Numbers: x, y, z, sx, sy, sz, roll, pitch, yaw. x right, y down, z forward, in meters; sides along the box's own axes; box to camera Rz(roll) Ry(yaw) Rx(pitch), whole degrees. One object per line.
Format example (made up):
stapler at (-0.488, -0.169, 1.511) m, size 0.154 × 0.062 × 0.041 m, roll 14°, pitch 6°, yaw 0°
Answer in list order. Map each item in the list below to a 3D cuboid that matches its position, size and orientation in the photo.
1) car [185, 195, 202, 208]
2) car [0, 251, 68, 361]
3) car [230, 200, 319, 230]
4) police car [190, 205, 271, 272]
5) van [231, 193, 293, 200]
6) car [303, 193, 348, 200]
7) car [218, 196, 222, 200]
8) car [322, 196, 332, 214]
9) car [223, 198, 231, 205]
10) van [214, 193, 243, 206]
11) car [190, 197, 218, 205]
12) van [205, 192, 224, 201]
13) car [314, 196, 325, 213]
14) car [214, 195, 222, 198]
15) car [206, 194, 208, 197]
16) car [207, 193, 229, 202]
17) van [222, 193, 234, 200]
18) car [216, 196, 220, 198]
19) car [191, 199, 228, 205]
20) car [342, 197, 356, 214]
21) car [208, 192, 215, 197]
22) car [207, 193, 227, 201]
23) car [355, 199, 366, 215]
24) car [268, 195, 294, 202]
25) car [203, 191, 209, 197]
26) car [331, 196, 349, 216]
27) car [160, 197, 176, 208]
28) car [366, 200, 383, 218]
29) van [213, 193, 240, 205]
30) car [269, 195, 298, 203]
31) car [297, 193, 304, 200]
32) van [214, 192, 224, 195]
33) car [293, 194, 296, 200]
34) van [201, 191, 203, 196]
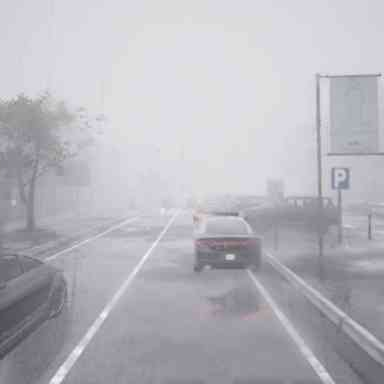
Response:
car at (0.013, 1.544, 46.786) m, size 2.033 × 1.411 × 5.357 m, roll 0°, pitch 0°, yaw 0°
car at (-3.349, 1.578, 4.647) m, size 1.994 × 1.385 × 4.181 m, roll 0°, pitch 0°, yaw 0°
car at (5.549, 1.521, 22.457) m, size 5.366 × 1.575 × 1.946 m, roll 0°, pitch 0°, yaw 0°
police car at (0.976, 1.450, 11.055) m, size 1.930 × 1.638 × 5.238 m, roll 0°, pitch 0°, yaw 0°
van at (5.844, 1.306, 28.064) m, size 4.442 × 1.987 × 1.878 m, roll 0°, pitch 0°, yaw 0°
car at (18.757, 1.262, 45.525) m, size 5.566 × 2.045 × 2.435 m, roll 0°, pitch 0°, yaw 0°
car at (5.743, 1.564, 39.279) m, size 4.792 × 1.488 × 2.163 m, roll 0°, pitch 0°, yaw 0°
car at (18.763, 1.565, 39.969) m, size 4.792 × 1.488 × 2.163 m, roll 0°, pitch 0°, yaw 0°
car at (5.718, 1.535, 30.867) m, size 5.008 × 1.535 × 2.097 m, roll 0°, pitch 0°, yaw 0°
van at (5.812, 1.241, 53.301) m, size 4.442 × 1.987 × 1.878 m, roll 0°, pitch 0°, yaw 0°
car at (0.978, 1.490, 27.155) m, size 1.801 × 1.575 × 5.366 m, roll 0°, pitch 0°, yaw 0°
van at (5.544, 1.057, 81.333) m, size 4.442 × 1.987 × 1.878 m, roll 0°, pitch 0°, yaw 0°
car at (18.817, 1.554, 42.752) m, size 4.792 × 1.488 × 2.163 m, roll 0°, pitch 0°, yaw 0°
car at (5.713, 1.516, 44.890) m, size 4.892 × 1.521 × 2.231 m, roll 0°, pitch 0°, yaw 0°
car at (5.679, 1.433, 64.516) m, size 4.674 × 1.452 × 2.002 m, roll 0°, pitch 0°, yaw 0°
car at (5.640, 1.212, 72.924) m, size 4.553 × 1.767 × 2.185 m, roll 0°, pitch 0°, yaw 0°
van at (5.604, 1.312, 33.674) m, size 4.442 × 1.987 × 1.878 m, roll 0°, pitch 0°, yaw 0°
car at (5.707, 1.567, 42.087) m, size 4.674 × 1.452 × 2.002 m, roll 0°, pitch 0°, yaw 0°
car at (0.977, 1.490, 21.148) m, size 1.801 × 1.575 × 5.366 m, roll 0°, pitch 0°, yaw 0°
car at (18.794, 1.538, 34.419) m, size 5.008 × 1.535 × 2.097 m, roll 0°, pitch 0°, yaw 0°
car at (5.671, 1.234, 50.497) m, size 5.566 × 2.045 × 2.435 m, roll 0°, pitch 0°, yaw 0°
car at (5.636, 1.194, 75.728) m, size 4.553 × 1.767 × 2.185 m, roll 0°, pitch 0°, yaw 0°
car at (18.796, 1.538, 31.641) m, size 4.892 × 1.521 × 2.231 m, roll 0°, pitch 0°, yaw 0°
car at (18.760, 1.356, 70.510) m, size 4.892 × 1.521 × 2.231 m, roll 0°, pitch 0°, yaw 0°
car at (5.650, 1.123, 67.317) m, size 5.566 × 2.045 × 2.435 m, roll 0°, pitch 0°, yaw 0°
car at (18.980, 1.534, 37.197) m, size 5.366 × 1.575 × 1.946 m, roll 0°, pitch 0°, yaw 0°
car at (-3.326, 1.501, 47.102) m, size 1.837 × 1.490 × 4.892 m, roll 0°, pitch 0°, yaw 0°
car at (18.777, 1.282, 28.867) m, size 5.566 × 2.045 × 2.435 m, roll 0°, pitch 0°, yaw 0°
van at (5.809, 1.223, 56.104) m, size 4.442 × 1.987 × 1.878 m, roll 0°, pitch 0°, yaw 0°
car at (18.572, 1.370, 67.733) m, size 5.366 × 1.575 × 1.946 m, roll 0°, pitch 0°, yaw 0°
car at (18.810, 1.249, 48.302) m, size 5.566 × 2.045 × 2.435 m, roll 0°, pitch 0°, yaw 0°
van at (5.819, 1.277, 47.697) m, size 4.442 × 1.987 × 1.878 m, roll 0°, pitch 0°, yaw 0°
car at (18.961, 1.461, 53.855) m, size 5.366 × 1.575 × 1.946 m, roll 0°, pitch 0°, yaw 0°
van at (5.530, 0.983, 92.546) m, size 4.442 × 1.987 × 1.878 m, roll 0°, pitch 0°, yaw 0°
